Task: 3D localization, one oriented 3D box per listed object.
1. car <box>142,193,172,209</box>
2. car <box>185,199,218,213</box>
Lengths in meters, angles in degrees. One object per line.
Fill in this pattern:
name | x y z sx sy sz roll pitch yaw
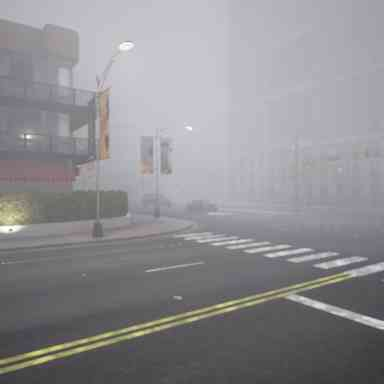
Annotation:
car | -4.916 1.175 45.511 2.150 2.045 5.566 0 0 -34
car | 1.011 1.518 36.868 1.994 1.385 4.181 0 0 -35
